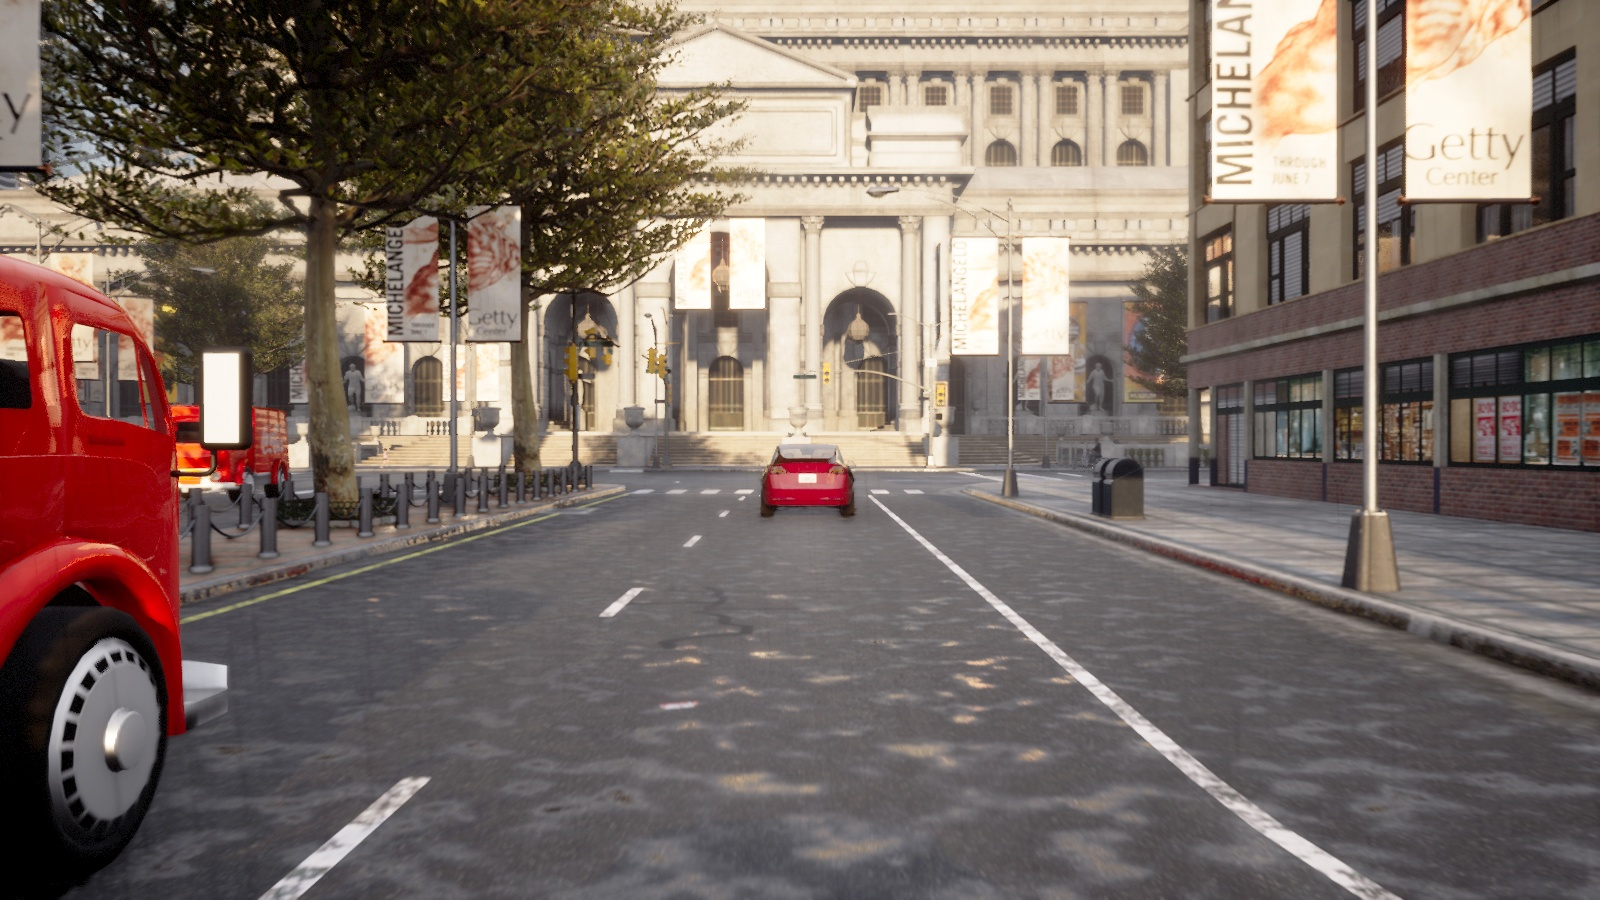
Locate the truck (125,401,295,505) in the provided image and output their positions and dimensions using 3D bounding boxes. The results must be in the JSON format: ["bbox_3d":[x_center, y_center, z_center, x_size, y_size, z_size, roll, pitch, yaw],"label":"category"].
[{"bbox_3d":[-15.034,0.064,32.413,2.627,2.467,5.204,0,0,-9],"label":"truck"}]

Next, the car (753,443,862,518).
[{"bbox_3d":[0.163,0.593,27.210,2.163,1.488,4.792,0,0,0],"label":"car"}]

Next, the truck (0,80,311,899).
[{"bbox_3d":[-3.468,0.241,2.899,2.627,2.467,5.204,0,0,0],"label":"truck"}]
